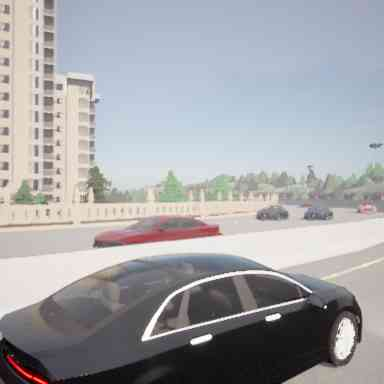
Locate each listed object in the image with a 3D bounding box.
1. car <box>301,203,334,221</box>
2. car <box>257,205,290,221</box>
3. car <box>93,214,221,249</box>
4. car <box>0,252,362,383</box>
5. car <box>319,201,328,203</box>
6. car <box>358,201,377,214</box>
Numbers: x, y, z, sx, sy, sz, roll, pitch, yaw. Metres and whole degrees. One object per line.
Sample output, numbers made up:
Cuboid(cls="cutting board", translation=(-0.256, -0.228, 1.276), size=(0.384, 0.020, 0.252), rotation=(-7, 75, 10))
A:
Cuboid(cls="car", translation=(12.204, 2.009, 31.829), size=(1.994, 1.385, 4.181), rotation=(0, -1, 35))
Cuboid(cls="car", translation=(7.777, 1.977, 31.656), size=(1.994, 1.385, 4.181), rotation=(0, -1, 36))
Cuboid(cls="car", translation=(-1.111, 1.596, 12.272), size=(5.008, 1.535, 1.882), rotation=(1, -1, -40))
Cuboid(cls="car", translation=(0.300, 1.548, 4.208), size=(4.892, 1.490, 1.837), rotation=(1, 0, -37))
Cuboid(cls="car", translation=(27.667, 2.673, 69.991), size=(2.128, 1.511, 4.902), rotation=(0, -1, 10))
Cuboid(cls="car", translation=(24.300, 2.085, 46.167), size=(2.097, 1.767, 4.553), rotation=(0, -1, 24))
